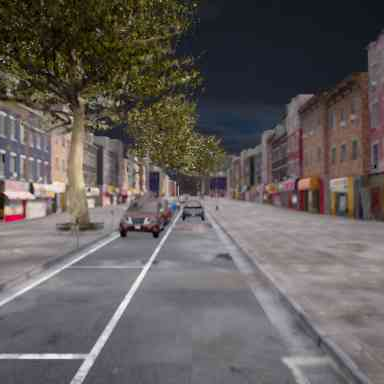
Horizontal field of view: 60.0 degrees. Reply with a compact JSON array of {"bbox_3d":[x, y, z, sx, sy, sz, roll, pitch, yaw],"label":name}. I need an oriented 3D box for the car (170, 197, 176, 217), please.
[{"bbox_3d":[-2.582,1.386,23.913,2.192,1.841,5.009,2,0,0],"label":"car"}]

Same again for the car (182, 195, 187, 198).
[{"bbox_3d":[-2.538,1.798,68.193,1.802,1.307,4.206,2,0,0],"label":"car"}]

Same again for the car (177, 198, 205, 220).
[{"bbox_3d":[0.121,1.578,28.686,2.128,1.511,4.902,0,0,0],"label":"car"}]

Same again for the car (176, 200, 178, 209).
[{"bbox_3d":[-2.583,1.632,29.447,1.887,1.381,4.507,2,0,0],"label":"car"}]

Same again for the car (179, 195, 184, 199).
[{"bbox_3d":[-2.560,1.578,46.053,1.967,1.590,4.097,2,0,0],"label":"car"}]

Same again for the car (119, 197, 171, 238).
[{"bbox_3d":[-2.589,1.369,18.378,2.192,1.841,5.009,2,0,0],"label":"car"}]

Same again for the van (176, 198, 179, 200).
[{"bbox_3d":[-2.570,1.445,34.983,1.690,1.788,3.998,2,0,0],"label":"van"}]

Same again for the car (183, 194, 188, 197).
[{"bbox_3d":[-2.523,1.786,79.094,1.752,1.417,4.829,2,0,0],"label":"car"}]
